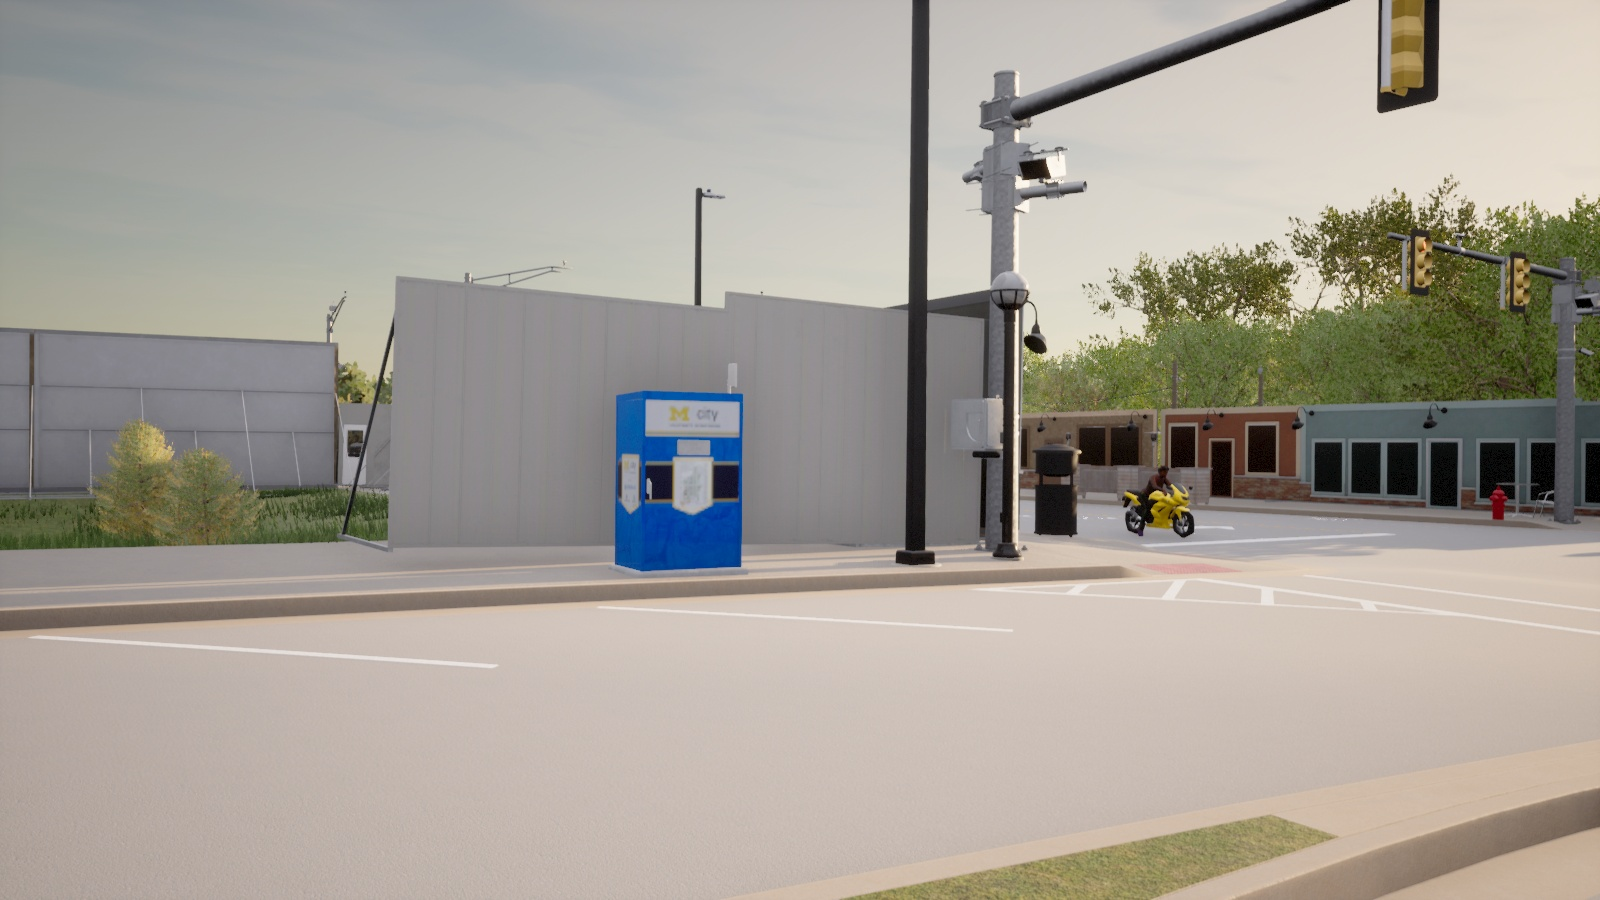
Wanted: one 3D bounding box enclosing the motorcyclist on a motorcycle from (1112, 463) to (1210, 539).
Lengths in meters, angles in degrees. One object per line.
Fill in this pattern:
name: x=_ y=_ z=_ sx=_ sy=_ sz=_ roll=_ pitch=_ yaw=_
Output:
motorcyclist on a motorcycle: x=7.668 y=1.055 z=26.778 sx=0.797 sy=1.523 sz=2.044 roll=0 pitch=0 yaw=-29
